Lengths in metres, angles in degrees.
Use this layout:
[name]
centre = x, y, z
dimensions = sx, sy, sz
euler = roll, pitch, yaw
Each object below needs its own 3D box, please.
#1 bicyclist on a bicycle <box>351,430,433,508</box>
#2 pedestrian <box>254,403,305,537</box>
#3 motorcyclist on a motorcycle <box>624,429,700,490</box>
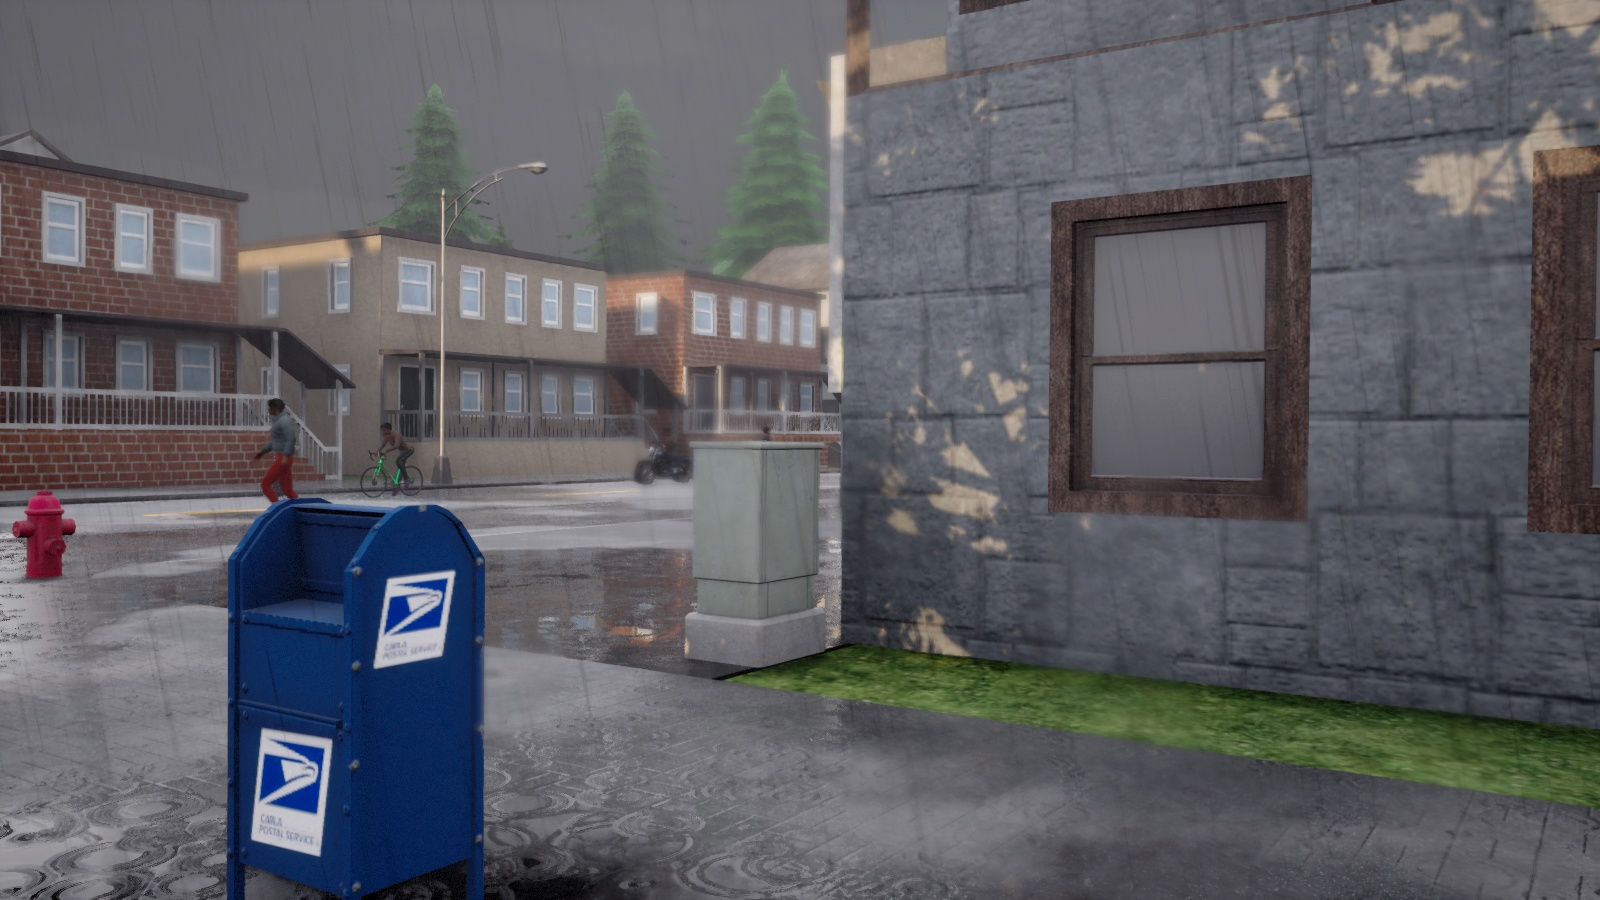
[bicyclist on a bicycle]
centre = -8.890, 0.390, 27.422
dimensions = 0.582, 1.620, 1.656
euler = 0, 1, 35
[pedestrian]
centre = -7.312, 0.267, 17.629
dimensions = 0.614, 1.847, 0.353
euler = -1, 1, -26
[motorcyclist on a motorcycle]
centre = -3.844, 0.236, 35.164
dimensions = 0.766, 1.649, 2.350
euler = 0, 1, 33
